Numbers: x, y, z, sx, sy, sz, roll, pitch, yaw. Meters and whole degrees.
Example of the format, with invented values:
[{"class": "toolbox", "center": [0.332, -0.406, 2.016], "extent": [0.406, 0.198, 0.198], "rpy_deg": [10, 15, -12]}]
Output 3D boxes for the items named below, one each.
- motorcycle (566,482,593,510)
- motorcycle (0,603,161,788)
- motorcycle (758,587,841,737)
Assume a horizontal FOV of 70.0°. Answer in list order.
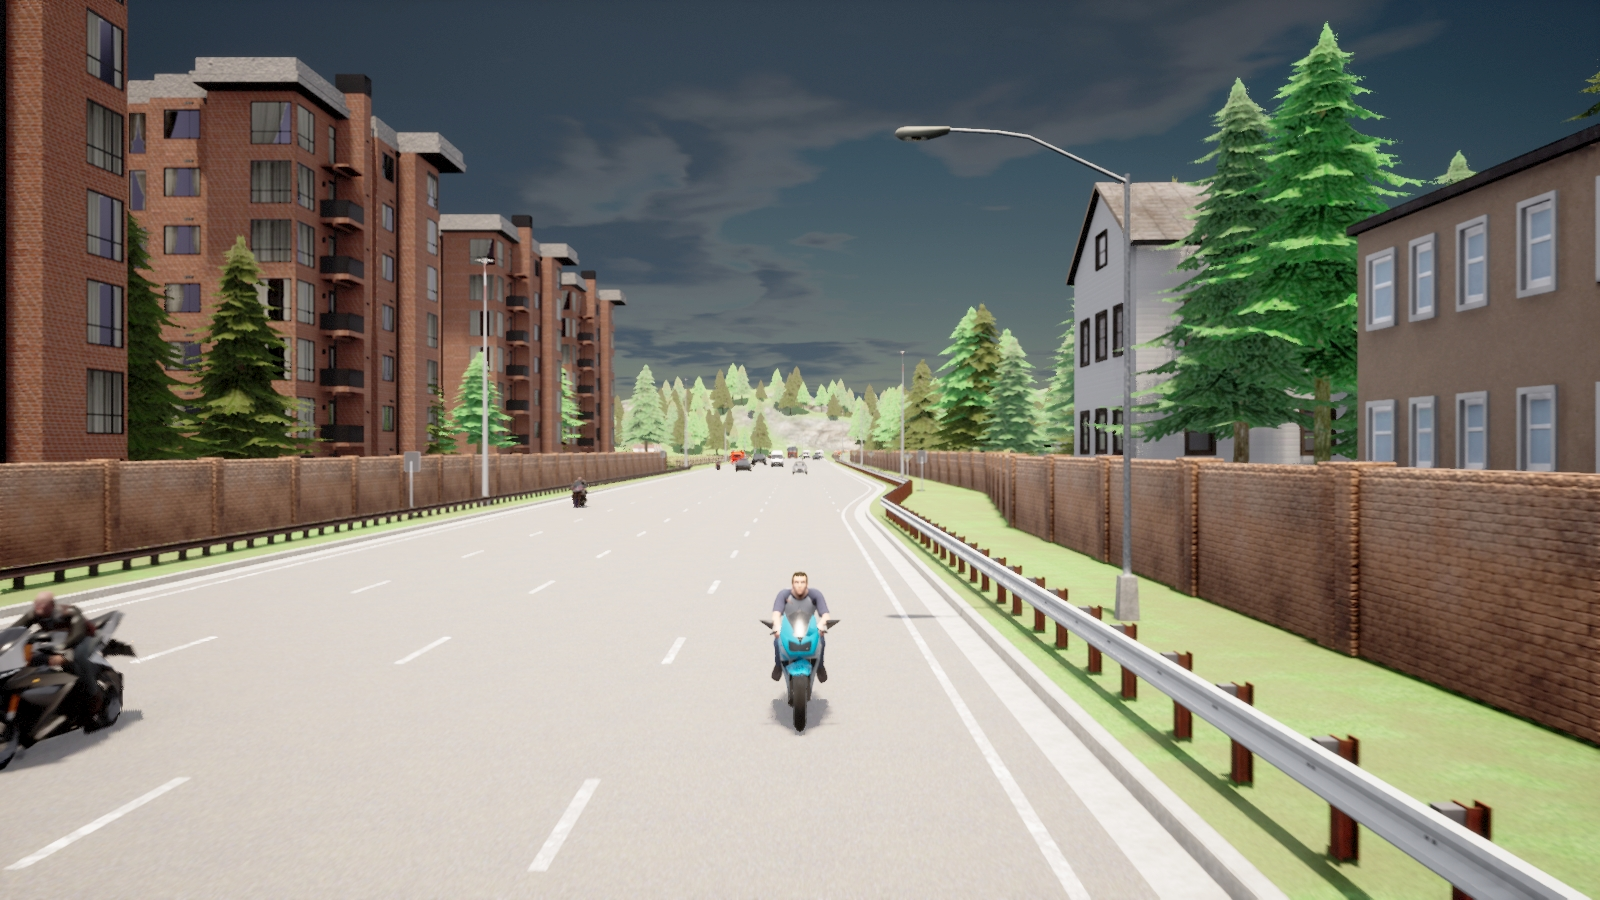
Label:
[{"class": "motorcycle", "center": [-10.506, 2.170, 54.576], "extent": [0.867, 1.251, 2.209], "rpy_deg": [0, 0, 0]}, {"class": "motorcycle", "center": [-7.001, 2.197, 10.645], "extent": [0.867, 1.251, 2.209], "rpy_deg": [0, 0, 0]}, {"class": "motorcycle", "center": [-0.001, 2.177, 12.076], "extent": [0.803, 1.199, 2.033], "rpy_deg": [0, 0, 0]}]
